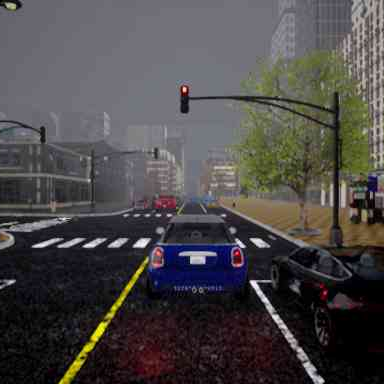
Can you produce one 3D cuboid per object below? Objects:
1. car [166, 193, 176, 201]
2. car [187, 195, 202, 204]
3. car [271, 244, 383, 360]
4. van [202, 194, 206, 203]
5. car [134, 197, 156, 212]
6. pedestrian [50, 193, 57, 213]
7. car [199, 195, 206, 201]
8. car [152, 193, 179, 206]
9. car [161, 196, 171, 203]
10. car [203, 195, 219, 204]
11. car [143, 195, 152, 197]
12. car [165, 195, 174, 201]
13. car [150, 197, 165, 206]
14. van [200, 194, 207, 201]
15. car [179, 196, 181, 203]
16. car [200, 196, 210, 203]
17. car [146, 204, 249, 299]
[{"bbox_3d":[-5.556,1.284,88.394,2.192,1.841,5.009,0,0,0],"label":"car"},{"bbox_3d":[0.176,1.527,53.058,2.033,1.411,5.357,0,0,0],"label":"car"},{"bbox_3d":[2.703,1.563,5.946,1.947,1.339,4.313,0,0,0],"label":"car"},{"bbox_3d":[2.768,1.322,49.527,1.690,1.788,3.998,0,0,0],"label":"van"},{"bbox_3d":[-5.630,1.567,38.435,1.802,1.307,4.206,0,0,0],"label":"car"},{"bbox_3d":[-12.705,1.025,30.449,0.375,1.860,0.375,0,-1,-1],"label":"pedestrian"},{"bbox_3d":[2.825,1.494,88.554,1.752,1.417,4.829,0,0,0],"label":"car"},{"bbox_3d":[-3.032,1.206,39.581,2.150,2.045,5.566,0,0,0],"label":"car"},{"bbox_3d":[-5.581,1.499,71.571,1.752,1.417,4.829,0,0,0],"label":"car"},{"bbox_3d":[2.759,1.508,44.146,1.752,1.417,4.829,0,0,0],"label":"car"},{"bbox_3d":[-5.621,1.298,43.985,2.192,1.841,5.009,0,0,0],"label":"car"},{"bbox_3d":[-5.565,1.521,82.843,2.008,1.369,4.403,0,0,0],"label":"car"},{"bbox_3d":[-5.606,1.530,55.088,2.008,1.369,4.403,0,0,0],"label":"car"},{"bbox_3d":[2.817,1.311,82.833,1.690,1.788,3.998,0,0,0],"label":"van"},{"bbox_3d":[-3.011,1.506,50.864,1.812,1.442,4.674,0,0,0],"label":"car"},{"bbox_3d":[2.799,1.540,71.731,1.947,1.339,4.313,0,0,0],"label":"car"},{"bbox_3d":[0.113,1.349,8.614,2.097,1.767,4.553,0,0,0],"label":"car"}]
